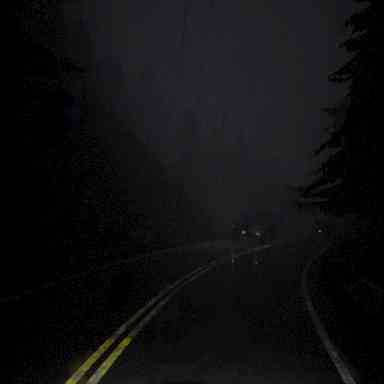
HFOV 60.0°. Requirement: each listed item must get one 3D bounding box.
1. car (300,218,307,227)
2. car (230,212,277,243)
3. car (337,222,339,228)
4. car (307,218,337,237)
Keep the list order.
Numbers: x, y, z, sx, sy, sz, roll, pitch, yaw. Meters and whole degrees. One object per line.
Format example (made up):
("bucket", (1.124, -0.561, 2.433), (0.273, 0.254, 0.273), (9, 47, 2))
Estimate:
("car", (17.694, 4.667, 50.870), (2.128, 1.511, 4.902), (1, -4, 24))
("car", (4.608, 2.435, 23.965), (2.150, 2.045, 5.566), (0, -4, 27))
("car", (17.046, 4.120, 41.309), (1.837, 1.490, 4.892), (0, -4, 26))
("car", (12.703, 3.472, 32.377), (1.837, 1.490, 4.892), (0, -4, 27))
